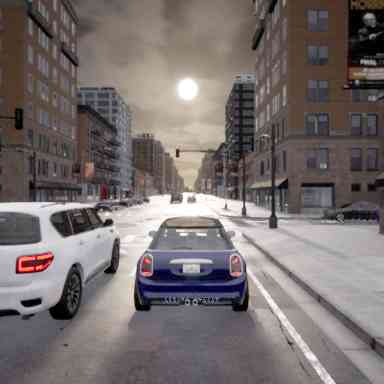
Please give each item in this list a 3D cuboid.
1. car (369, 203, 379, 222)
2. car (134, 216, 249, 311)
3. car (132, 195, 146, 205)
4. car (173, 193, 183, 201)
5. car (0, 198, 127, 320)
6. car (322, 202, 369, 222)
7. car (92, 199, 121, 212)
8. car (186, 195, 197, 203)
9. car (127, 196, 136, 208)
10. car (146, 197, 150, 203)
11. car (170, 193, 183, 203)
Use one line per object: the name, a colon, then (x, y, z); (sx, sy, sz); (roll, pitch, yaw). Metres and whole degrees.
car: (15.438, 1.505, 22.980); (5.008, 1.535, 1.882); (0, 0, 0)
car: (-0.001, 1.350, 7.907); (2.097, 1.767, 4.553); (0, 0, 0)
car: (-9.898, 1.330, 58.420); (2.097, 1.767, 4.553); (0, 0, 0)
car: (-3.346, 1.190, 80.425); (2.150, 2.045, 5.566); (0, 0, 0)
car: (-3.157, 1.221, 7.450); (2.150, 2.045, 5.566); (0, 0, 0)
car: (12.691, 1.538, 25.943); (4.892, 1.490, 1.837); (0, 0, 2)
car: (-9.896, 1.536, 39.061); (2.033, 1.411, 5.357); (0, 0, 0)
car: (-0.082, 1.463, 69.291); (2.128, 1.511, 4.902); (0, 0, 0)
car: (-9.903, 1.584, 48.677); (1.895, 1.301, 4.718); (0, 0, 0)
car: (-9.833, 1.572, 68.641); (1.895, 1.301, 4.718); (0, 0, 0)
car: (-3.229, 1.194, 68.033); (2.150, 2.045, 5.566); (0, 0, 0)
